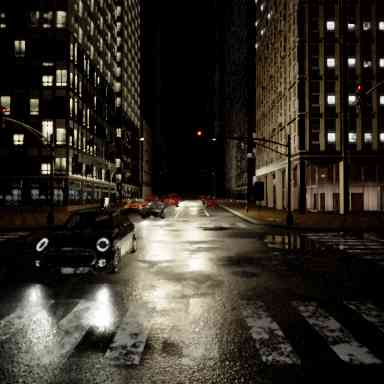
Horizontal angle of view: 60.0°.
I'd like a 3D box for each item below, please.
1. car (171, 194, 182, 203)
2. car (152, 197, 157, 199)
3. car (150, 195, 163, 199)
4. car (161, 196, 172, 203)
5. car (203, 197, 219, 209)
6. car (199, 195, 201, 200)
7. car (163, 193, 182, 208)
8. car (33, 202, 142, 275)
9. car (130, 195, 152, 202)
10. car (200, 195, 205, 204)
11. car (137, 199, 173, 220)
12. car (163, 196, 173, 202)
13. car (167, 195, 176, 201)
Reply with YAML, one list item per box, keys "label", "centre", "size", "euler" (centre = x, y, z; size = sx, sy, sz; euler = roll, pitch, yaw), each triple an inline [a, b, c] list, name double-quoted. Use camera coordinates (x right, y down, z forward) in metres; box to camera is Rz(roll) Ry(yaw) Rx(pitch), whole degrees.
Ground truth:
- label: "car"
  centre: [-2.904, 1.221, 64.910]
  size: [1.882, 1.535, 5.008]
  euler: [0, 0, 0]
- label: "car"
  centre: [-5.619, 1.597, 39.410]
  size: [1.802, 1.307, 4.206]
  euler: [1, 0, 0]
- label: "car"
  centre: [-5.605, 1.332, 44.986]
  size: [2.192, 1.841, 5.009]
  euler: [1, 0, 0]
- label: "car"
  centre: [-5.568, 1.573, 72.861]
  size: [1.887, 1.381, 4.507]
  euler: [1, 0, 0]
- label: "car"
  centre: [2.769, 1.599, 45.035]
  size: [1.802, 1.307, 4.206]
  euler: [1, 0, 0]
- label: "car"
  centre: [2.795, 1.590, 61.768]
  size: [1.947, 1.339, 4.313]
  euler: [1, 0, 0]
- label: "car"
  centre: [-3.013, 1.240, 48.567]
  size: [2.150, 2.045, 5.566]
  euler: [0, 0, 0]
- label: "car"
  centre: [-3.085, 1.356, 10.482]
  size: [2.097, 1.767, 4.553]
  euler: [0, 0, 0]
- label: "car"
  centre: [-5.624, 1.453, 33.835]
  size: [1.967, 1.590, 4.097]
  euler: [1, 0, 0]
- label: "car"
  centre: [2.788, 1.547, 56.361]
  size: [1.752, 1.417, 4.829]
  euler: [1, 0, 0]
- label: "car"
  centre: [-3.085, 1.558, 28.609]
  size: [2.033, 1.411, 5.357]
  euler: [0, 0, 1]
- label: "car"
  centre: [-5.560, 1.582, 78.436]
  size: [2.008, 1.369, 4.403]
  euler: [1, 0, 0]
- label: "car"
  centre: [-5.544, 1.587, 89.587]
  size: [2.008, 1.369, 4.403]
  euler: [1, 0, 0]
